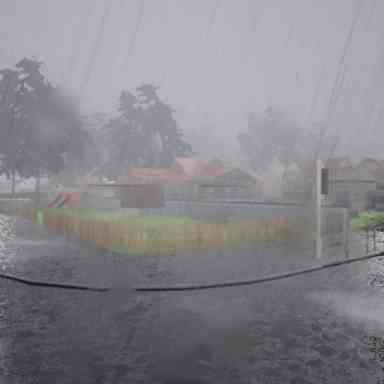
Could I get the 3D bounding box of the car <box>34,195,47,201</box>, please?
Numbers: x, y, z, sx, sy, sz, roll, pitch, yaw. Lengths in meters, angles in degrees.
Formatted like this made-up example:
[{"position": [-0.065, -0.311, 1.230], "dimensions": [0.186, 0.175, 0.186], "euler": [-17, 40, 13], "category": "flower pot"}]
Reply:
[{"position": [-31.387, 1.308, 68.785], "dimensions": [1.994, 1.381, 4.181], "euler": [0, 0, -36], "category": "car"}]
